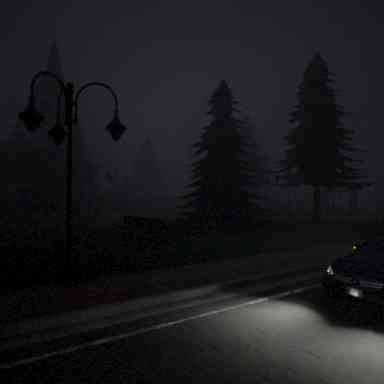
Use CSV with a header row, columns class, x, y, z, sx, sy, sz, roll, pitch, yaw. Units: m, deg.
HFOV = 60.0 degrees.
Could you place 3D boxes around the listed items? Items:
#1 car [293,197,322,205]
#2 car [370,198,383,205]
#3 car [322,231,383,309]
class,x,y,z,sx,sy,sz,roll,pitch,yaw
car,24.537,2.021,70.621,2.007,1.523,4.514,1,0,-36
car,41.152,2.161,73.167,1.845,1.501,3.633,1,0,-36
car,4.889,1.615,7.501,4.674,1.442,1.812,1,-1,-36
